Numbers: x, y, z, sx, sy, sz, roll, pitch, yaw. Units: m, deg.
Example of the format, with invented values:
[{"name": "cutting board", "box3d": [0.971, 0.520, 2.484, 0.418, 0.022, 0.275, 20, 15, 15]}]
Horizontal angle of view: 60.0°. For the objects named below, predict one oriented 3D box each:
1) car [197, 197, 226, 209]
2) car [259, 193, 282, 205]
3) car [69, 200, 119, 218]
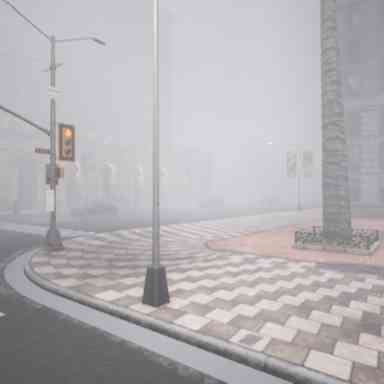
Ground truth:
[{"name": "car", "box3d": [2.618, 1.477, 44.337, 1.837, 1.490, 4.892, 0, 0, 38]}, {"name": "car", "box3d": [13.869, 1.283, 58.522, 2.150, 2.045, 5.566, 0, 0, 38]}, {"name": "car", "box3d": [-8.741, 1.500, 30.032, 1.812, 1.442, 4.674, 0, 0, 39]}]
